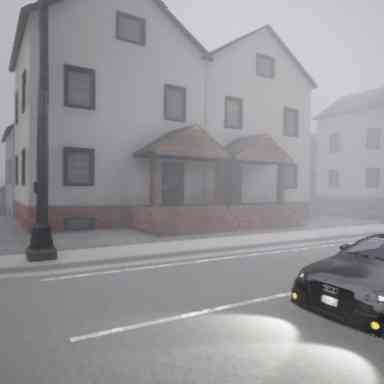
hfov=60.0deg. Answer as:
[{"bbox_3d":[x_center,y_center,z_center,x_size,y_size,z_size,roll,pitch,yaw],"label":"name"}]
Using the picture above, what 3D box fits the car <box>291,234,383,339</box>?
[{"bbox_3d":[3.863,1.517,6.192,4.181,1.385,1.994,0,1,-30],"label":"car"}]
